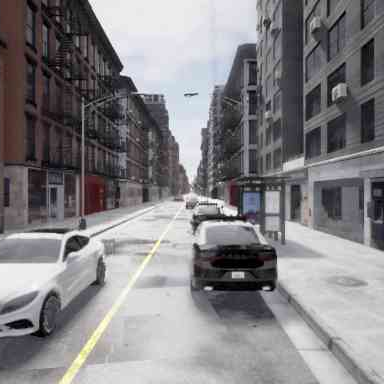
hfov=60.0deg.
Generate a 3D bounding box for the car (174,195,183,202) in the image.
[{"bbox_3d":[-2.944,1.361,74.464,2.097,1.767,4.553,0,0,0],"label":"car"}]

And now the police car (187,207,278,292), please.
[{"bbox_3d":[0.906,1.427,9.111,1.930,1.638,5.238,0,0,0],"label":"police car"}]

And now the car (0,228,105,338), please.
[{"bbox_3d":[-3.095,1.527,6.758,1.812,1.442,4.674,0,0,0],"label":"car"}]

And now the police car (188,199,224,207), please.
[{"bbox_3d":[0.914,1.431,19.111,1.930,1.638,5.238,0,0,0],"label":"police car"}]

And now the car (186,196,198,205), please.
[{"bbox_3d":[0.045,1.505,59.197,2.128,1.511,4.902,0,0,0],"label":"car"}]

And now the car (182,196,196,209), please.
[{"bbox_3d":[0.049,1.562,45.707,2.033,1.411,5.357,0,0,0],"label":"car"}]
